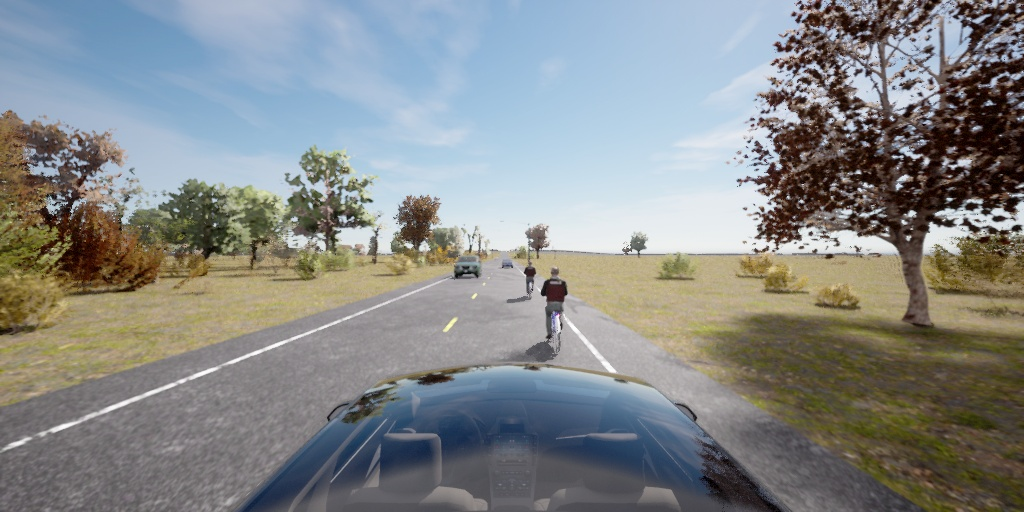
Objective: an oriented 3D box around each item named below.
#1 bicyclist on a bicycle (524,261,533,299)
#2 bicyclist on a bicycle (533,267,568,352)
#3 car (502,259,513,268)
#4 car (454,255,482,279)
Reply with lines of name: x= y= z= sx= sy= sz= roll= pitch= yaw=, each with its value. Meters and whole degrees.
bicyclist on a bicycle: x=0.852 y=1.119 z=17.039 sx=0.659 sy=1.776 sz=1.843 roll=0 pitch=0 yaw=-1
bicyclist on a bicycle: x=0.933 y=1.120 z=8.025 sx=0.659 sy=1.776 sz=1.843 roll=0 pitch=0 yaw=0
car: x=-0.763 y=1.285 z=61.300 sx=2.033 sy=1.411 sz=5.357 roll=0 pitch=0 yaw=-1
car: x=-3.966 y=0.968 z=33.117 sx=2.150 sy=2.045 sz=5.566 roll=0 pitch=0 yaw=-1
